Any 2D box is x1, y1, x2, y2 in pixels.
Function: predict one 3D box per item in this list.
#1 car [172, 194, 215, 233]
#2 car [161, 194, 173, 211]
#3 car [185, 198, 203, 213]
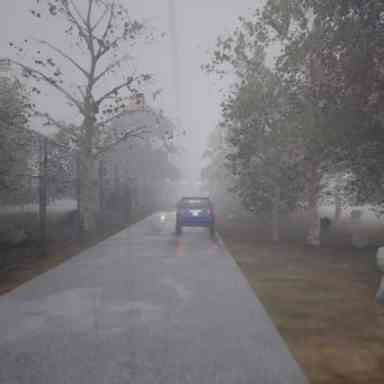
[{"bbox_3d":[0.180,1.250,20.061,2.150,2.045,5.566,0,0,0],"label":"car"},{"bbox_3d":[-2.593,1.273,42.056,2.150,2.045,5.566,0,0,0],"label":"car"},{"bbox_3d":[0.237,1.535,38.779,1.882,1.535,5.008,0,0,0],"label":"car"}]
